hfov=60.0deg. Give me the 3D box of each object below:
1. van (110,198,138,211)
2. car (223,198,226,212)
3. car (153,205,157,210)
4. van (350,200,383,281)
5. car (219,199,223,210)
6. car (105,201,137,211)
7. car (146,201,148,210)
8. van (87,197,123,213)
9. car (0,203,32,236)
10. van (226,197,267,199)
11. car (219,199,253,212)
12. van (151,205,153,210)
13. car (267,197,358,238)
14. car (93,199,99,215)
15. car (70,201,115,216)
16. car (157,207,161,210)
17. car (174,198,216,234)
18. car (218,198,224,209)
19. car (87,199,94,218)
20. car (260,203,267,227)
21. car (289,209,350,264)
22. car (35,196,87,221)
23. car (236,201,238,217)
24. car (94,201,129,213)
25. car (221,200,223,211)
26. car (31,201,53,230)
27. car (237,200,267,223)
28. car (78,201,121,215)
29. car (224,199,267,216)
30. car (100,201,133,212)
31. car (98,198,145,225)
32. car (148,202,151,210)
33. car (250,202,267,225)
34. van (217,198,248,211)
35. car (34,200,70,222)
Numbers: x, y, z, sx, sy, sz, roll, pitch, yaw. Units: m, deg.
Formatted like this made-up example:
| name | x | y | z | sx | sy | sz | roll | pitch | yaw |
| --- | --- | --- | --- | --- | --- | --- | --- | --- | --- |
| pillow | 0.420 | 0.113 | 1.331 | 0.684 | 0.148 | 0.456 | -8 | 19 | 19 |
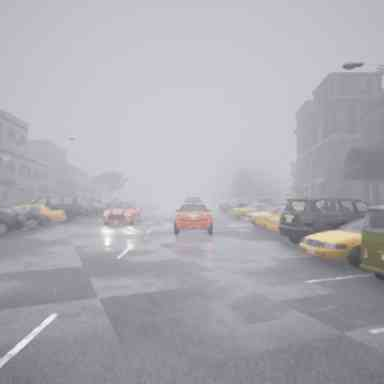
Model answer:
| name | x | y | z | sx | sy | sz | roll | pitch | yaw |
| --- | --- | --- | --- | --- | --- | --- | --- | --- | --- |
| van | -11.343 | 2.106 | 55.522 | 4.442 | 1.987 | 1.878 | 0 | -2 | -19 |
| car | 6.408 | 1.710 | 38.175 | 4.553 | 1.767 | 2.185 | 1 | -2 | -20 |
| car | -10.984 | 3.410 | 73.068 | 4.892 | 1.521 | 2.231 | 1 | -4 | -19 |
| van | 6.488 | 1.277 | 8.297 | 4.442 | 1.987 | 1.878 | 1 | 0 | -20 |
| car | 6.507 | 2.008 | 44.175 | 4.792 | 1.488 | 2.163 | 1 | -2 | -19 |
| car | -11.233 | 2.251 | 52.633 | 4.792 | 1.488 | 2.163 | 0 | -2 | -19 |
| car | -11.167 | 2.612 | 61.402 | 4.892 | 1.521 | 2.231 | 0 | -3 | -19 |
| van | -11.449 | 1.740 | 43.795 | 4.442 | 1.987 | 1.878 | 0 | -1 | -20 |
| car | -11.437 | 1.521 | 17.430 | 5.008 | 1.535 | 2.097 | -1 | 0 | -20 |
| van | 6.315 | 1.545 | 35.146 | 4.442 | 1.987 | 1.878 | 1 | -1 | -20 |
| car | 6.563 | 2.019 | 50.160 | 4.553 | 1.767 | 2.185 | 1 | -2 | -19 |
| van | -11.150 | 2.954 | 70.133 | 4.442 | 1.987 | 1.878 | 1 | -4 | -19 |
| car | 6.396 | 1.268 | 14.255 | 5.566 | 2.045 | 2.435 | 1 | -1 | -20 |
| car | -11.403 | 1.710 | 32.098 | 4.892 | 1.521 | 2.231 | -1 | -1 | -20 |
| car | -11.350 | 1.855 | 37.978 | 4.792 | 1.488 | 2.163 | 0 | -2 | -20 |
| car | -10.873 | 3.682 | 78.946 | 5.566 | 2.045 | 2.435 | 1 | -6 | -19 |
| car | 0.078 | 1.414 | 19.876 | 2.097 | 1.767 | 4.553 | 0 | -1 | 0 |
| car | 6.485 | 1.807 | 47.144 | 5.566 | 2.045 | 2.435 | 1 | -1 | -19 |
| car | -11.415 | 1.659 | 29.160 | 4.892 | 1.521 | 2.231 | -1 | -1 | -20 |
| car | 6.545 | 1.536 | 17.297 | 5.366 | 1.575 | 1.946 | 1 | -1 | -20 |
| car | 6.196 | 1.502 | 11.185 | 5.366 | 1.575 | 1.946 | 1 | 0 | -20 |
| car | -11.460 | 1.366 | 26.218 | 5.566 | 2.045 | 2.435 | -1 | -1 | -20 |
| car | 6.356 | 1.657 | 26.195 | 4.792 | 1.488 | 2.163 | 1 | -1 | -20 |
| car | -11.318 | 2.085 | 46.763 | 4.674 | 1.452 | 2.002 | 0 | -2 | -20 |
| car | 6.452 | 1.943 | 41.170 | 4.674 | 1.452 | 2.002 | 1 | -2 | -19 |
| car | -11.448 | 1.548 | 20.361 | 5.008 | 1.535 | 2.097 | -1 | -1 | -20 |
| car | 6.203 | 1.584 | 23.154 | 5.366 | 1.575 | 1.946 | 1 | -1 | -20 |
| car | -11.365 | 1.892 | 40.896 | 5.008 | 1.535 | 2.097 | 0 | -2 | -20 |
| car | 6.233 | 1.713 | 32.127 | 5.366 | 1.575 | 1.946 | 1 | -1 | -20 |
| car | -11.292 | 2.169 | 49.700 | 4.674 | 1.452 | 2.002 | 0 | -2 | -20 |
| car | -5.111 | 1.470 | 24.742 | 2.097 | 1.767 | 4.553 | 0 | -1 | 0 |
| car | -11.296 | 2.776 | 64.255 | 5.366 | 1.575 | 1.946 | 0 | -4 | -19 |
| car | 6.545 | 1.561 | 20.289 | 5.366 | 1.575 | 1.946 | 1 | -1 | -20 |
| van | 6.449 | 2.013 | 53.105 | 4.442 | 1.987 | 1.878 | 1 | -2 | -19 |
| car | -11.611 | 1.576 | 23.235 | 5.366 | 1.575 | 1.946 | -1 | 0 | -20 |
